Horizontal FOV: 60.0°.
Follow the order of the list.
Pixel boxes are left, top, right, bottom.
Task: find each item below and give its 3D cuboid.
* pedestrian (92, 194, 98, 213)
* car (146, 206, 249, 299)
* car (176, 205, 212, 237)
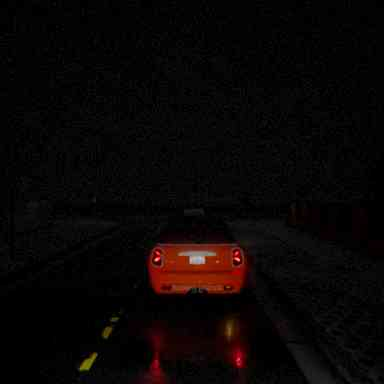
[{"bbox_3d":[-9.664,1.102,33.028,0.375,1.860,0.375,0,-1,0],"label":"pedestrian"},{"bbox_3d":[0.109,1.360,8.634,2.097,1.767,4.553,0,0,0],"label":"car"},{"bbox_3d":[0.103,1.547,19.178,1.812,1.442,4.674,0,0,0],"label":"car"}]
